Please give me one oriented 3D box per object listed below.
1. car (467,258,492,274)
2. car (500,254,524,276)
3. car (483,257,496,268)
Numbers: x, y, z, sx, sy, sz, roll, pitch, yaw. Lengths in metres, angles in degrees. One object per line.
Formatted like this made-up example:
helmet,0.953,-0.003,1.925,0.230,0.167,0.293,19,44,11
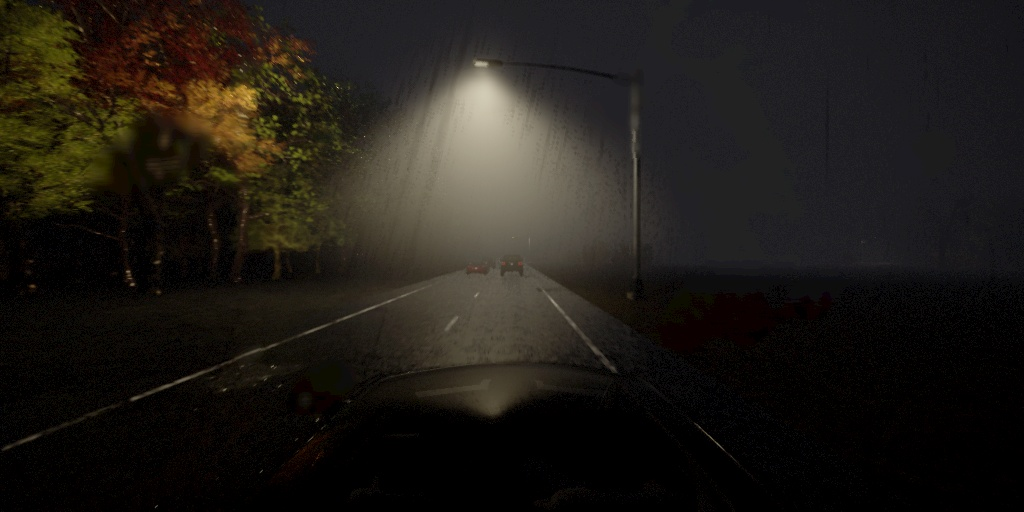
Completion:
car,-3.492,1.154,37.189,1.994,1.385,4.181,0,0,1
car,-0.003,0.821,35.473,2.150,2.045,5.566,0,1,0
car,-3.457,0.865,52.717,2.097,1.767,4.553,0,0,0
